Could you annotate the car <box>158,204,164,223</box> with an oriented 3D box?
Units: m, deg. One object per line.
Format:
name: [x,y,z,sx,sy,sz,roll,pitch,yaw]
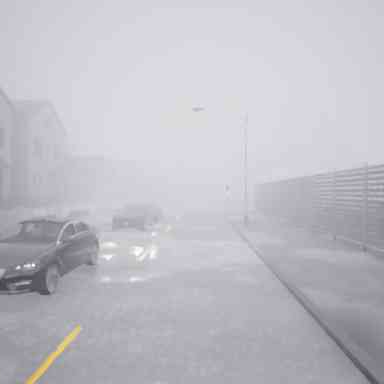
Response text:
car: [-3.304,1.537,25.987,1.812,1.442,4.674,0,0,2]

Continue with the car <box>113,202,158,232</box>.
car: [-3.538,1.474,20.545,1.882,1.535,5.008,0,0,2]

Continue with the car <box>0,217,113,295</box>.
car: [-3.885,1.473,8.772,2.128,1.511,4.902,0,0,2]
